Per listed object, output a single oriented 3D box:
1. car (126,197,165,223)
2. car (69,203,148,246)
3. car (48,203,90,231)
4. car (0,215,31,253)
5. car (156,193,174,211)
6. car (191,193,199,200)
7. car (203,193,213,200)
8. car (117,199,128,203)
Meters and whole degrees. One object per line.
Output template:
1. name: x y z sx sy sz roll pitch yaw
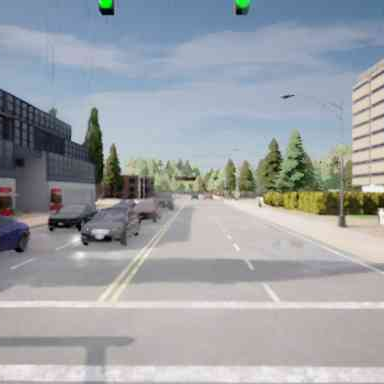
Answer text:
1. car: -3.446 1.419 25.502 1.882 1.535 5.008 0 0 1
2. car: -3.544 1.456 15.258 2.128 1.511 4.902 0 0 0
3. car: -7.000 1.431 20.289 1.882 1.535 5.008 0 0 1
4. car: -7.108 1.500 10.982 1.812 1.442 4.674 0 0 2
5. car: -3.287 1.128 39.482 2.150 2.045 5.566 0 0 1
6. car: 0.694 1.170 84.639 2.128 1.511 4.902 0 0 1
7. car: 4.193 1.000 84.576 2.097 1.767 4.553 0 0 1
8. car: -6.850 1.467 34.625 2.033 1.411 5.357 0 0 1
